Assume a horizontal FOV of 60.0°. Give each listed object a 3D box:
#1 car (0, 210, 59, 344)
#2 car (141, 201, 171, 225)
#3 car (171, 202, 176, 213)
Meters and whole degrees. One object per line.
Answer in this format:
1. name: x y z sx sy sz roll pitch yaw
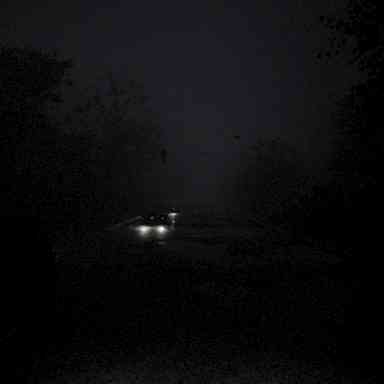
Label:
1. car: -3.502 1.282 3.870 2.150 2.045 5.566 0 -1 0
2. car: -3.493 1.942 31.846 2.150 2.045 5.566 0 -1 0
3. car: -3.404 2.269 48.927 1.837 1.490 4.892 0 1 1
